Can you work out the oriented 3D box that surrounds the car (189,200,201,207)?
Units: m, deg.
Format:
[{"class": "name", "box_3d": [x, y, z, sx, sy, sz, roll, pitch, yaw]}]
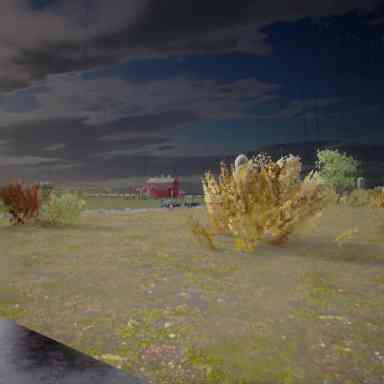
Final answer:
[{"class": "car", "box_3d": [-0.231, 2.298, 65.454, 1.895, 1.301, 4.718, -1, -1, 36]}]

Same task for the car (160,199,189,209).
[{"class": "car", "box_3d": [-3.219, 1.969, 55.322, 2.128, 1.511, 4.902, -1, -1, 36]}]
